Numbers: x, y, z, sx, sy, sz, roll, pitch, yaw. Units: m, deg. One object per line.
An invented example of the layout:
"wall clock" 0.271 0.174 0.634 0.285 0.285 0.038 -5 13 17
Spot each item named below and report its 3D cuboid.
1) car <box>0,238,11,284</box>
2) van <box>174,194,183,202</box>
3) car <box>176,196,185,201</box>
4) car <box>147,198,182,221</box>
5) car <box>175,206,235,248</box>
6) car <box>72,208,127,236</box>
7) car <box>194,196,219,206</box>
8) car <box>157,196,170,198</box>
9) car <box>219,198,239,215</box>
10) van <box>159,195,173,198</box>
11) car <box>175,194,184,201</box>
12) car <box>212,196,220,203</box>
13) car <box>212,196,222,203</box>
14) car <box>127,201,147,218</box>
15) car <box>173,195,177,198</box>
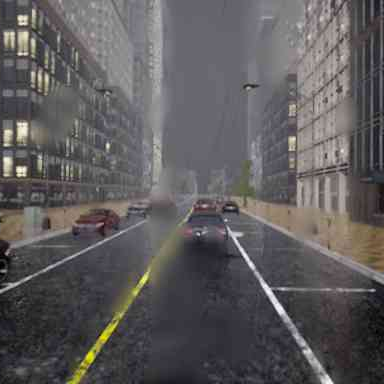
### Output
"car" -5.481 1.537 6.766 1.947 1.339 4.313 1 0 2
"van" -2.983 1.334 75.027 1.690 1.788 3.998 1 0 2
"car" -2.778 1.558 80.716 1.947 1.339 4.313 1 0 2
"car" -2.138 1.503 27.037 1.837 1.490 4.892 0 0 2
"car" 0.602 1.559 14.745 2.033 1.411 5.357 0 0 2
"car" -5.065 1.561 18.141 1.802 1.307 4.206 1 0 2
"car" 1.245 1.373 32.361 2.097 1.767 4.553 0 0 2
"car" -4.233 1.534 40.896 1.887 1.381 4.507 1 0 2
"car" 3.933 1.604 34.889 1.947 1.339 4.313 1 0 2
"van" -4.023 1.332 46.585 1.690 1.788 3.998 1 0 2
"car" -3.192 1.433 69.338 1.967 1.590 4.097 1 0 2
"car" 5.395 1.569 74.876 1.752 1.417 4.829 1 0 2
"car" 5.180 1.626 69.018 1.802 1.307 4.206 1 0 2
"car" -4.649 1.535 29.519 2.008 1.369 4.403 1 0 2
"car" -3.818 1.574 52.274 1.802 1.307 4.206 1 0 2
